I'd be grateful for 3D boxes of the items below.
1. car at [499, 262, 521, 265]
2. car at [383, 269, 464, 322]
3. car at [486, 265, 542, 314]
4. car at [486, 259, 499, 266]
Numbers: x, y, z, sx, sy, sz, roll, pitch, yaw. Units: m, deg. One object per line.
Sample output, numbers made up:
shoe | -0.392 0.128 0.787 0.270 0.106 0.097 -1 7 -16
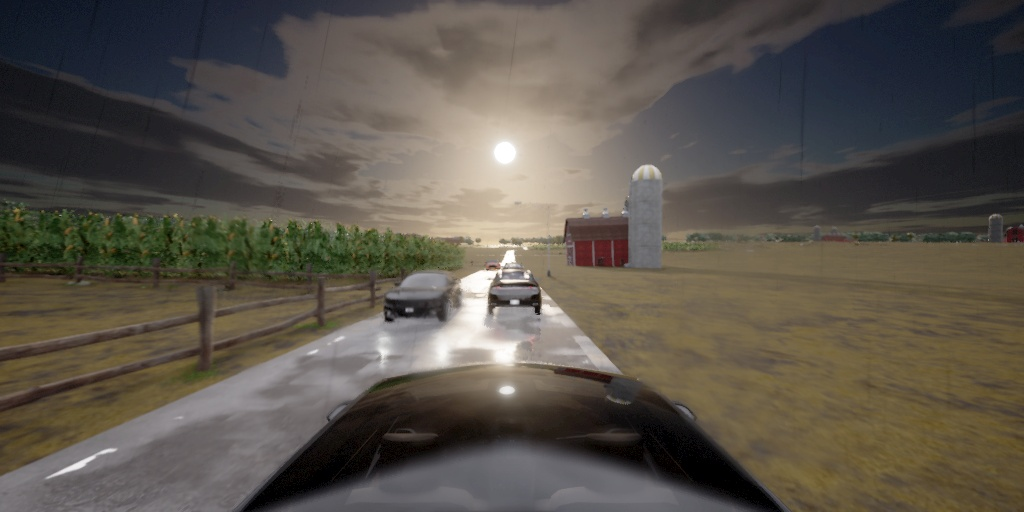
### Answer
car | 0.075 1.288 31.137 1.882 1.535 5.008 0 0 0
car | -2.857 1.238 12.494 1.882 1.535 5.008 0 0 0
car | 0.085 1.255 13.808 2.128 1.511 4.902 0 0 0
car | -2.848 1.292 54.948 2.097 1.767 4.553 0 0 0
